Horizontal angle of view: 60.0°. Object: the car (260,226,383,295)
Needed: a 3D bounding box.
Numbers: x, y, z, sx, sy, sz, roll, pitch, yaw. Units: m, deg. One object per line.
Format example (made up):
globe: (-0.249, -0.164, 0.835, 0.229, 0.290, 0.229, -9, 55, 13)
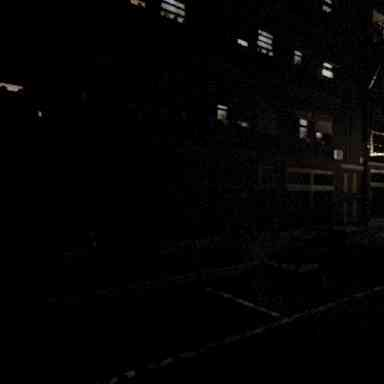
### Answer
car: (3.651, 1.577, 8.689, 4.206, 1.307, 1.802, 0, 1, -35)
